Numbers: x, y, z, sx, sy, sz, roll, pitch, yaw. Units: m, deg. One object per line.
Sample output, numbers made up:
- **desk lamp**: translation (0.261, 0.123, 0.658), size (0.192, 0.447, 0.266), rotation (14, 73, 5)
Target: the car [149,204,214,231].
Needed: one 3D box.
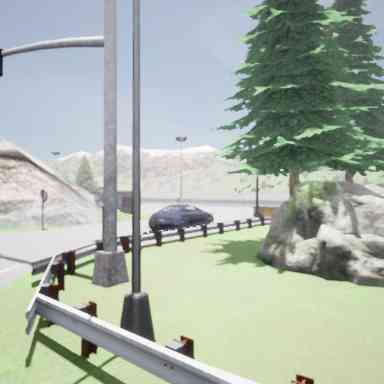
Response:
- **car**: translation (-0.477, 1.372, 18.188), size (1.994, 1.385, 4.181), rotation (0, 0, 31)
